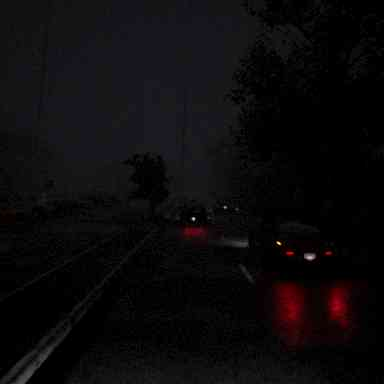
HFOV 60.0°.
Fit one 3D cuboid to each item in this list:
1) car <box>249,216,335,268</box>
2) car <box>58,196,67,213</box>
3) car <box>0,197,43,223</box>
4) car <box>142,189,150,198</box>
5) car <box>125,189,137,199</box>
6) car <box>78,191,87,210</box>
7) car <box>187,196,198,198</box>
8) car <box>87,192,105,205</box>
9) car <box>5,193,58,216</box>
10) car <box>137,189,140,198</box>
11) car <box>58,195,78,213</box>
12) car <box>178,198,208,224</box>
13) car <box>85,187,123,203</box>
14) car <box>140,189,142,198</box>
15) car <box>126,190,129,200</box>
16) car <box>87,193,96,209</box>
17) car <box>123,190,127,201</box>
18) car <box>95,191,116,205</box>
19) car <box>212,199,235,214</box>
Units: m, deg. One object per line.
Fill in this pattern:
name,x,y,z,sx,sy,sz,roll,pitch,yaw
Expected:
car,3.101,1.508,11.042,1.812,1.442,4.674,0,0,0
car,-13.852,1.373,29.265,4.792,1.488,2.163,-1,1,-20
car,-13.658,1.400,23.337,5.366,1.575,1.946,-1,0,-20
car,-13.818,0.376,80.281,5.566,2.045,2.435,-1,1,-20
car,-13.830,0.577,62.271,5.566,2.045,2.435,-1,1,-20
car,-13.854,1.136,35.276,4.553,1.767,2.185,-1,1,-20
car,0.099,1.189,41.842,1.812,1.442,4.674,0,1,0
car,-13.811,1.164,41.288,5.008,1.535,2.097,-1,1,-20
car,-13.857,1.127,26.262,5.566,2.045,2.435,-1,1,-20
car,-13.770,0.626,68.299,4.553,1.767,2.185,-1,1,-20
car,-13.826,1.348,32.289,4.674,1.452,2.002,-1,0,-20
car,0.101,1.419,23.725,1.837,1.490,4.892,0,1,0
car,-13.791,0.758,50.302,5.566,2.045,2.435,-1,1,-20
car,-13.830,0.593,71.285,4.553,1.767,2.185,-1,0,-20
car,-13.980,0.914,56.224,5.366,1.575,1.946,-1,1,-20
car,-13.822,1.254,38.288,4.674,1.452,2.002,-1,1,-20
car,-13.635,0.953,53.358,5.366,1.575,1.946,-1,1,-20
car,-13.787,1.088,47.304,4.792,1.488,2.163,-1,1,-20
car,3.102,1.366,33.191,1.994,1.385,4.181,0,1,0
